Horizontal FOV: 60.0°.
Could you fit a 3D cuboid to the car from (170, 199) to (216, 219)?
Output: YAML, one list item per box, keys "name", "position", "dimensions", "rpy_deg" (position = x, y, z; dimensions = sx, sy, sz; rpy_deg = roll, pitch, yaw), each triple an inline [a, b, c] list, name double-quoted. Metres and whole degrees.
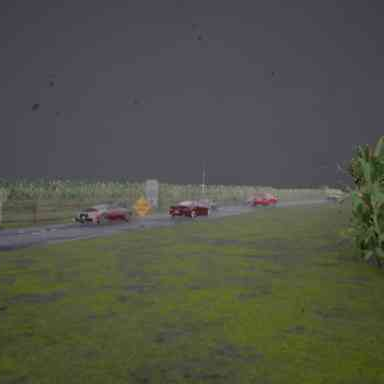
- name: "car"
  position: [-0.035, 1.447, 28.944]
  dimensions: [1.882, 1.535, 5.008]
  rpy_deg: [1, 0, 28]

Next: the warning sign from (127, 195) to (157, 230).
- name: "warning sign"
  position: [-2.818, 1.122, 18.878]
  dimensions: [1.300, 1.860, 1.060]
  rpy_deg: [1, 0, 29]

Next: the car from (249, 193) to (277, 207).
- name: "car"
  position: [10.939, 1.165, 49.588]
  dimensions: [2.150, 2.045, 5.566]
  rpy_deg: [1, 1, 32]

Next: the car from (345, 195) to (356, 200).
- name: "car"
  position: [40.386, 1.414, 84.505]
  dimensions: [4.892, 1.490, 1.837]
  rpy_deg: [0, 1, -42]

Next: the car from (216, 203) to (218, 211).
- name: "car"
  position: [1.387, 1.491, 37.910]
  dimensions: [1.994, 1.385, 4.181]
  rpy_deg: [1, 0, 27]

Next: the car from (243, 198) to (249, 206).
- name: "car"
  position: [9.901, 1.466, 53.558]
  dimensions: [1.837, 1.490, 4.892]
  rpy_deg: [1, 0, 31]

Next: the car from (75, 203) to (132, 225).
- name: "car"
  position: [-6.205, 1.510, 23.773]
  dimensions: [1.994, 1.385, 4.181]
  rpy_deg: [1, 1, 29]

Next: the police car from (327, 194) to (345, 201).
- name: "police car"
  position: [33.325, 1.342, 77.800]
  dimensions: [1.930, 1.638, 5.238]
  rpy_deg: [1, 1, 45]
